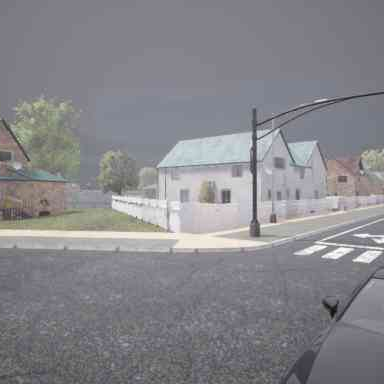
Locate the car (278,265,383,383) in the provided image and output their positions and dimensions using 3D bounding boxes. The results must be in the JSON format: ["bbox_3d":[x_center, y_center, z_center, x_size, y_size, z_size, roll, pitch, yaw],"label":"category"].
[{"bbox_3d":[2.520,1.524,3.395,1.812,1.442,4.674,0,0,42],"label":"car"}]
